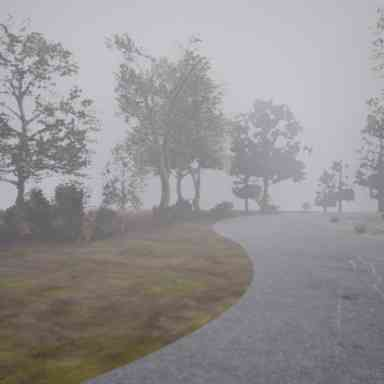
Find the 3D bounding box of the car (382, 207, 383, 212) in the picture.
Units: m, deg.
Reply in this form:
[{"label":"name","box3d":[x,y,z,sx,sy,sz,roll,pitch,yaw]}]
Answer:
[{"label":"car","box3d":[22.704,1.632,34.124,5.357,1.411,2.033,0,0,14]}]
